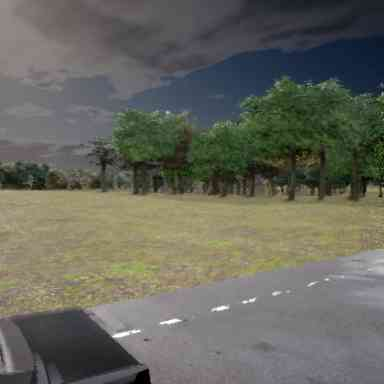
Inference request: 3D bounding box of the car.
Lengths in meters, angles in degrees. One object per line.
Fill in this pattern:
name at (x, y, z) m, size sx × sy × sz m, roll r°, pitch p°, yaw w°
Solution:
car at (-2.726, 1.600, 2.044) m, size 4.718 × 1.301 × 1.895 m, roll 0°, pitch 0°, yaw -35°
